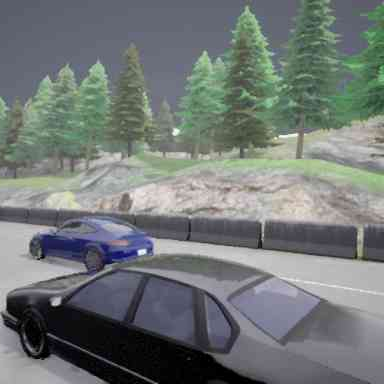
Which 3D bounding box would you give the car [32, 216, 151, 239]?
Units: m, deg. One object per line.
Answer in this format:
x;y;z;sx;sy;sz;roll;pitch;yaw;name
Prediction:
-3.263;1.511;10.618;4.674;1.442;1.812;0;0;36;car

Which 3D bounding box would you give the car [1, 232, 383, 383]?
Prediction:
-0.279;1.543;4.189;5.357;1.411;2.033;0;0;36;car
